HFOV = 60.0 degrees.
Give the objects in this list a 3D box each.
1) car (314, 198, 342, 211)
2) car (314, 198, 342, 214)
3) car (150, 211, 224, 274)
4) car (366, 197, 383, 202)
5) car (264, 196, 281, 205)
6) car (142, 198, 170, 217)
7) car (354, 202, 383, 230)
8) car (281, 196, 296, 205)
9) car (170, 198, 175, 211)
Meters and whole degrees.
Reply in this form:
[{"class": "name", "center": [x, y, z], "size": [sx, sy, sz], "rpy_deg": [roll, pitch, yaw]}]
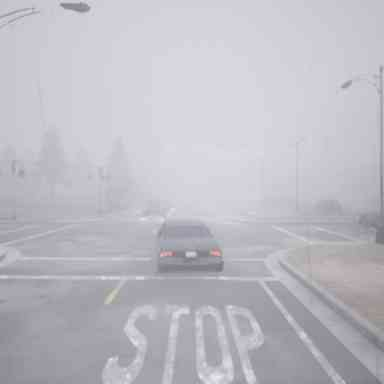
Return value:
[{"class": "car", "center": [17.020, 1.521, 41.816], "size": [1.970, 1.475, 3.806], "rpy_deg": [0, 0, 0]}, {"class": "car", "center": [13.965, 1.486, 34.426], "size": [1.845, 1.501, 3.633], "rpy_deg": [0, 0, 0]}, {"class": "car", "center": [-0.273, 1.577, 10.691], "size": [2.033, 1.411, 5.357], "rpy_deg": [0, 0, -6]}, {"class": "car", "center": [29.123, 1.491, 52.687], "size": [1.845, 1.501, 3.633], "rpy_deg": [0, 0, 0]}, {"class": "car", "center": [14.218, 1.537, 60.459], "size": [2.007, 1.523, 4.514], "rpy_deg": [0, 0, 0]}, {"class": "car", "center": [-3.587, 1.460, 32.634], "size": [2.097, 1.767, 4.553], "rpy_deg": [0, 0, 0]}, {"class": "car", "center": [12.673, 1.544, 20.659], "size": [4.902, 1.511, 2.128], "rpy_deg": [0, 0, 1]}, {"class": "car", "center": [17.356, 1.528, 60.480], "size": [2.152, 1.636, 5.027], "rpy_deg": [0, 0, 0]}, {"class": "car", "center": [-3.582, 1.618, 42.659], "size": [1.882, 1.535, 5.008], "rpy_deg": [0, 0, 0]}]
